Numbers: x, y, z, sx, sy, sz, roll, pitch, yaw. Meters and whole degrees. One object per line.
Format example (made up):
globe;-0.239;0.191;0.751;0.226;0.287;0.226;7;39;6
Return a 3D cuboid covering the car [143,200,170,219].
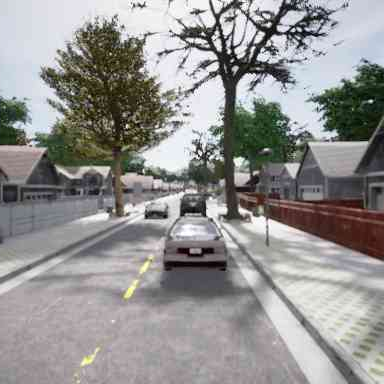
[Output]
car;-2.844;1.417;28.077;2.033;1.411;5.357;0;0;0

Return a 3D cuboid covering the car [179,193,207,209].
car;0.102;1.090;28.063;2.150;2.045;5.566;0;0;0

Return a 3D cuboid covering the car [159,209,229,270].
car;0.093;1.498;10.749;2.033;1.411;5.357;0;0;0
